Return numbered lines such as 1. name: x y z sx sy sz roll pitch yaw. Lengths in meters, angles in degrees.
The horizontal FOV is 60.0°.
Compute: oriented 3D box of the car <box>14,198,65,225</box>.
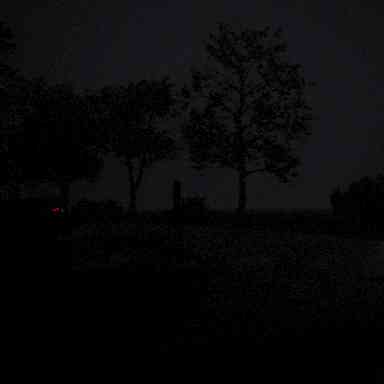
1. car: -11.930 1.424 23.492 5.566 2.045 2.150 0 -1 -6
